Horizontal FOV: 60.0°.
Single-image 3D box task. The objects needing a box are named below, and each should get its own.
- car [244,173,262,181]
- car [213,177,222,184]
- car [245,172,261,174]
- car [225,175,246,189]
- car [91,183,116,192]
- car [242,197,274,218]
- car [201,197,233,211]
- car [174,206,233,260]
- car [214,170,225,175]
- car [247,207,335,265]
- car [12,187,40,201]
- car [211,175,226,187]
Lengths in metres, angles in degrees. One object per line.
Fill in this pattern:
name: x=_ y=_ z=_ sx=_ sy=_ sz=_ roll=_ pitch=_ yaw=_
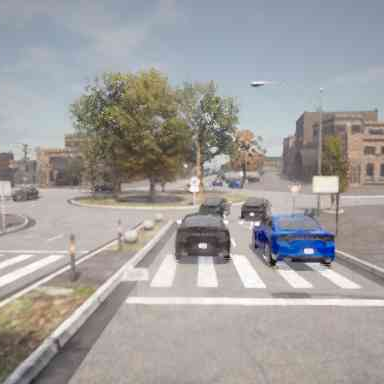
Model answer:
car: x=14.951 y=-3.443 z=86.217 sx=4.892 sy=1.521 sz=2.231 roll=1 pitch=5 yaw=11
car: x=6.102 y=-2.785 z=80.307 sx=1.895 sy=1.301 sz=4.718 roll=1 pitch=5 yaw=8
car: x=15.511 y=-3.810 z=88.892 sx=4.553 sy=1.767 sz=2.185 roll=1 pitch=5 yaw=11
car: x=8.445 y=-1.804 z=64.596 sx=2.150 sy=2.045 sz=5.566 roll=0 pitch=5 yaw=-2
car: x=-14.123 y=-0.786 z=54.739 sx=4.902 sy=1.511 sz=2.128 roll=-3 pitch=5 yaw=-39
car: x=5.147 y=1.162 z=25.823 sx=1.837 sy=1.490 sz=4.892 roll=0 pitch=4 yaw=21
car: x=1.953 y=1.145 z=26.065 sx=1.837 sy=1.490 sz=4.892 roll=0 pitch=4 yaw=17
car: x=0.408 y=1.526 z=12.780 sx=1.882 sy=1.535 sz=5.008 roll=0 pitch=0 yaw=2
car: x=8.097 y=-4.174 z=91.785 sx=2.150 sy=2.045 sz=5.566 roll=1 pitch=5 yaw=11
car: x=3.386 y=1.533 z=11.910 sx=1.882 sy=1.535 sz=5.008 roll=0 pitch=0 yaw=2
car: x=-19.900 y=0.211 z=40.030 sx=1.837 sy=1.490 sz=4.892 roll=-1 pitch=4 yaw=-7
car: x=5.364 y=-2.137 z=70.104 sx=2.097 sy=1.767 sz=4.553 roll=0 pitch=5 yaw=2
